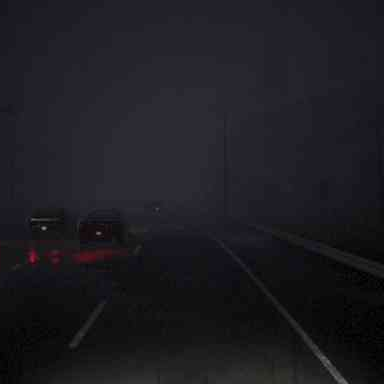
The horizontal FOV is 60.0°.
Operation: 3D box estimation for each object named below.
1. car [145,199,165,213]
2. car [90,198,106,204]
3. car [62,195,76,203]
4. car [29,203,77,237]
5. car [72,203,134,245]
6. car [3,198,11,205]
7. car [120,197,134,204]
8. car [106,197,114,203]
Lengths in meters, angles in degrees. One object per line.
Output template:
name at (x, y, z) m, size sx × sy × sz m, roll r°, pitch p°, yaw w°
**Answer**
car at (-4.404, 1.586, 39.287) m, size 1.837 × 1.490 × 4.892 m, roll 0°, pitch 0°, yaw -14°
car at (-16.255, 1.886, 56.355) m, size 1.895 × 1.301 × 4.718 m, roll -1°, pitch 0°, yaw -22°
car at (-23.039, 1.622, 62.533) m, size 2.150 × 2.045 × 5.566 m, roll -1°, pitch 0°, yaw -24°
car at (-7.856, 1.628, 19.339) m, size 2.128 × 1.511 × 4.902 m, roll -1°, pitch 0°, yaw -7°
car at (-4.076, 1.549, 16.077) m, size 1.882 × 1.535 × 5.008 m, roll -1°, pitch 0°, yaw -6°
car at (-41.934, 2.122, 75.694) m, size 1.837 × 1.490 × 4.892 m, roll -1°, pitch 0°, yaw -31°
car at (-12.616, 1.703, 64.545) m, size 1.882 × 1.535 × 5.008 m, roll 0°, pitch 0°, yaw -23°
car at (-16.193, 1.790, 63.998) m, size 1.837 × 1.490 × 4.892 m, roll 0°, pitch -1°, yaw -24°
